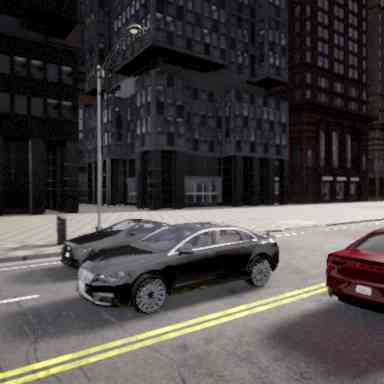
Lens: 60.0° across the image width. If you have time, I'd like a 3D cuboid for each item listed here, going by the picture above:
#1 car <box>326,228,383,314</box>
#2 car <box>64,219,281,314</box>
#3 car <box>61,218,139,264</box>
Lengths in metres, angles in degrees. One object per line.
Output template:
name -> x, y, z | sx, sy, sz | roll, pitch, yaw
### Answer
car -> 4.828, 1.444, 6.886 | 5.008, 1.535, 1.882 | 0, 0, -35
car -> -0.062, 1.473, 7.632 | 4.902, 1.511, 2.128 | 0, 0, -35
car -> -1.816, 1.544, 10.375 | 4.181, 1.385, 1.994 | 0, 0, -36
